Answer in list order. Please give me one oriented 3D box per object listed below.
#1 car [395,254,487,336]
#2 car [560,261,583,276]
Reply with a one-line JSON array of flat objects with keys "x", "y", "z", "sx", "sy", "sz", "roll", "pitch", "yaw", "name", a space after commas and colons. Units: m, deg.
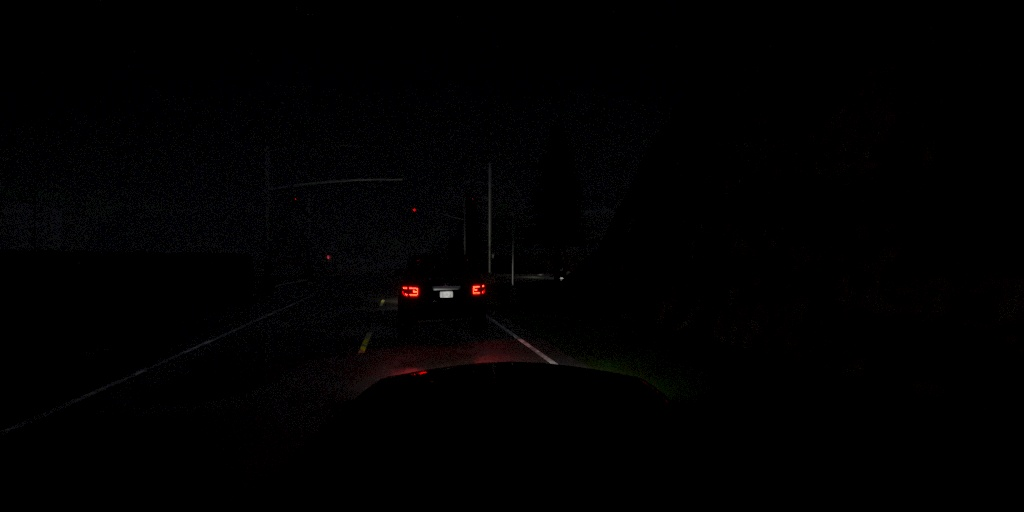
[{"x": -2.256, "y": 0.971, "z": 10.740, "sx": 2.150, "sy": 2.045, "sz": 5.566, "roll": 0, "pitch": 0, "yaw": -17, "name": "car"}, {"x": 6.571, "y": 1.227, "z": 35.306, "sx": 5.008, "sy": 1.535, "sz": 1.882, "roll": 0, "pitch": 0, "yaw": -19, "name": "car"}]
